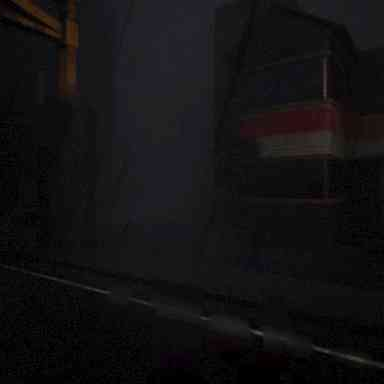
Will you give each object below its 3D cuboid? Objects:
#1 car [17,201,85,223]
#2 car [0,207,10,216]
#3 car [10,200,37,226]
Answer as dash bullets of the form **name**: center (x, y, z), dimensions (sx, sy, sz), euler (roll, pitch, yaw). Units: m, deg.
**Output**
- **car**: center (-9.368, 1.266, 22.576), dimensions (1.853, 1.218, 4.536), euler (0, 0, 15)
- **car**: center (-12.535, 1.261, 25.230), dimensions (4.536, 1.218, 1.853), euler (0, 0, -30)
- **car**: center (-9.381, 1.424, 22.526), dimensions (2.038, 1.542, 4.974), euler (0, 0, 15)
